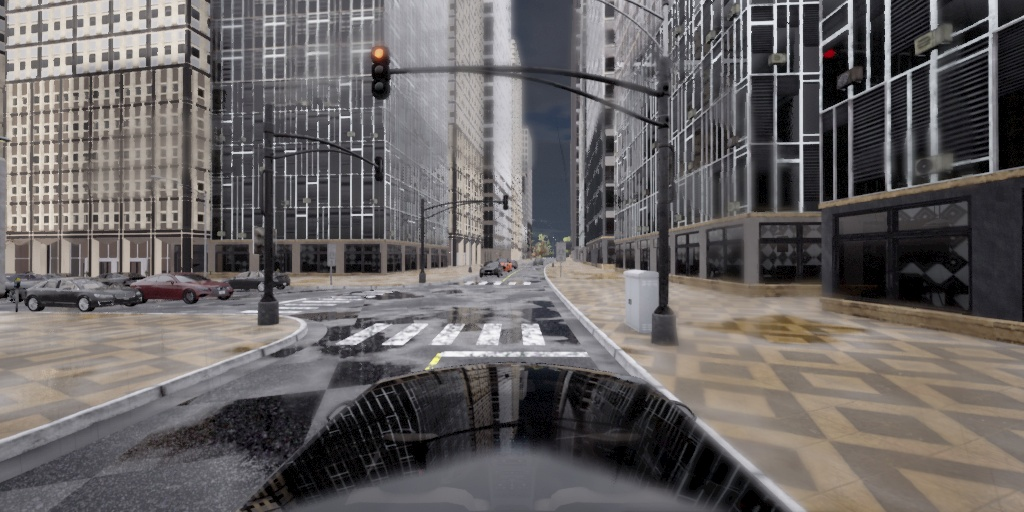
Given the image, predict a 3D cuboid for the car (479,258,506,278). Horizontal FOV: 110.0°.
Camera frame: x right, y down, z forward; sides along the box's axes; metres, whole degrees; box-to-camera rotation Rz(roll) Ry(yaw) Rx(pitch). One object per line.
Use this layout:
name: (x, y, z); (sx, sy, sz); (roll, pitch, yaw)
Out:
car: (-1.911, 1.237, 34.170); (1.837, 1.490, 4.892); (0, 0, 4)

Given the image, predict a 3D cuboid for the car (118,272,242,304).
car: (-16.162, 1.527, 17.513); (4.674, 1.442, 1.812); (-1, 0, 9)

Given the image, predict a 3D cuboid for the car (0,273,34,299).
car: (-26.394, 1.674, 19.140); (4.902, 1.511, 2.128); (-1, 0, 9)

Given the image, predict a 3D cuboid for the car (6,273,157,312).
car: (-18.121, 1.566, 15.197); (4.403, 1.370, 2.007); (0, 0, 9)

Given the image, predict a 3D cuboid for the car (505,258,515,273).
car: (-1.166, 1.072, 43.749); (2.097, 1.767, 4.553); (0, 0, 5)

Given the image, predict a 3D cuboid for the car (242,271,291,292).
car: (-16.806, 1.609, 23.474); (4.403, 1.370, 2.007); (0, 0, 9)

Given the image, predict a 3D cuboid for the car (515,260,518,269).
car: (-0.146, 1.250, 54.291); (2.033, 1.411, 5.357); (0, 0, 6)
